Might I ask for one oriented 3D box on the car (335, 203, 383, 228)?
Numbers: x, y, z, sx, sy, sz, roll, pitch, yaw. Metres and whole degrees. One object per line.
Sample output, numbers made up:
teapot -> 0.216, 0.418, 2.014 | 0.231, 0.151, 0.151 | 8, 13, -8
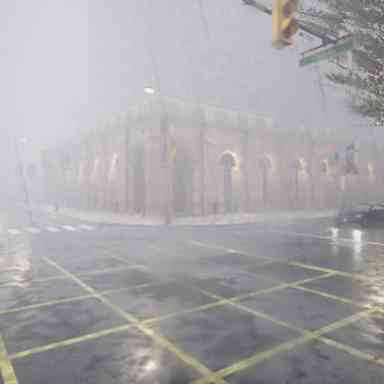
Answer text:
car -> 11.362, 1.461, 21.893 | 4.674, 1.442, 1.812 | 0, 0, -35

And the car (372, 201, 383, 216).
car -> 19.062, 1.495, 31.261 | 4.718, 1.301, 1.895 | 0, 0, -36
